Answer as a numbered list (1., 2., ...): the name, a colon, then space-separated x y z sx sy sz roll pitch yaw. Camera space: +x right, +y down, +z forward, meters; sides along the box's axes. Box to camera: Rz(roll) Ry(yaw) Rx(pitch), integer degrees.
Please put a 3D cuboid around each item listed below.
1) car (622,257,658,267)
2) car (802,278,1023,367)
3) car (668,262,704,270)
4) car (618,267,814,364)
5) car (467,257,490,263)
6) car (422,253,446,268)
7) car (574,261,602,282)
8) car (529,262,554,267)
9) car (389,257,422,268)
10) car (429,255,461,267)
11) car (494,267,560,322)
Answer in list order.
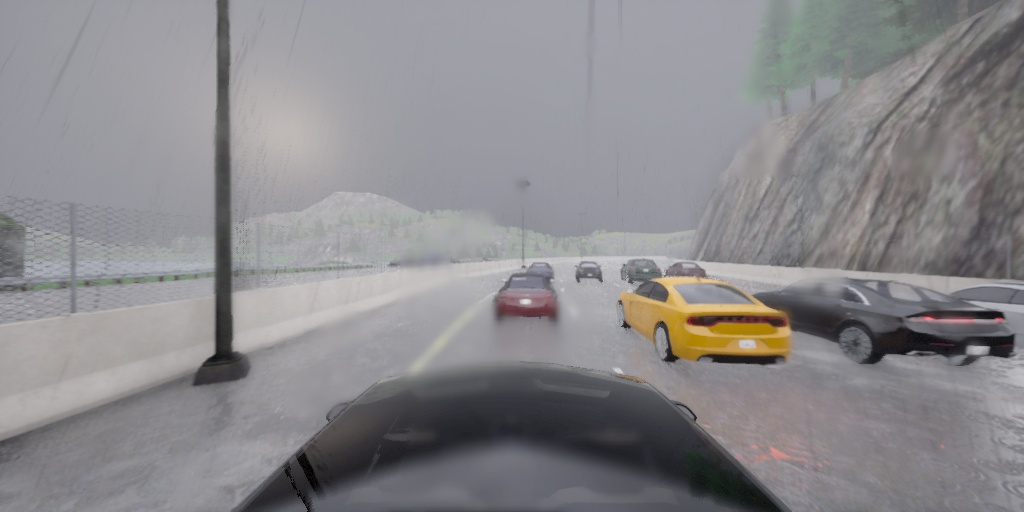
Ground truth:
1. car: 9.032 0.968 25.449 2.097 1.767 4.553 0 0 9
2. car: 7.286 1.221 7.930 2.128 1.511 4.902 0 0 3
3. car: 12.712 1.146 26.421 1.812 1.442 4.674 0 0 9
4. car: 3.794 1.196 8.072 1.882 1.535 5.008 0 1 3
5. car: -4.439 0.905 47.454 1.882 1.535 5.008 0 0 15
6. car: -10.942 0.612 50.283 2.150 2.045 5.566 0 0 15
7. car: 5.716 1.122 26.965 1.812 1.442 4.674 0 0 9
8. car: 2.162 1.150 26.819 1.994 1.385 4.181 0 0 9
9. car: -14.845 0.863 49.170 1.882 1.535 5.008 0 0 15
10. car: -8.285 0.968 46.743 2.033 1.411 5.357 0 0 14
11. car: 0.544 1.246 12.082 1.994 1.385 4.181 0 0 4
